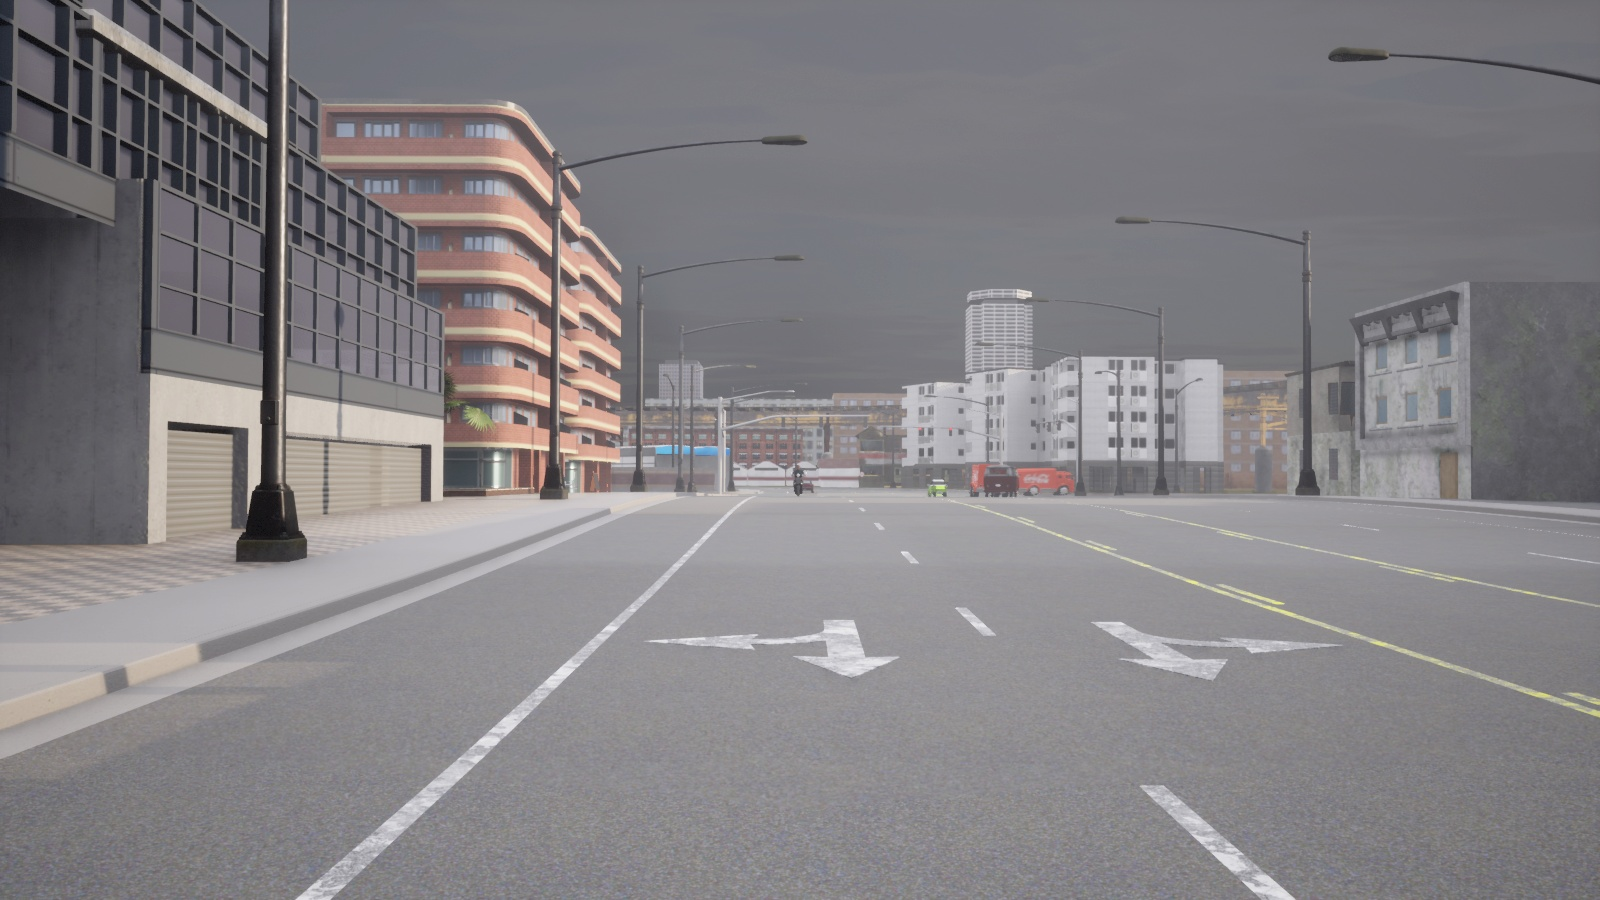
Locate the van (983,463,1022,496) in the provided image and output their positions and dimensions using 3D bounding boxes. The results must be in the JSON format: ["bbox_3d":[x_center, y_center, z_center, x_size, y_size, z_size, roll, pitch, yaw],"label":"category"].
[{"bbox_3d":[12.355,1.828,76.482,1.775,1.987,4.442,-1,-2,16],"label":"van"}]

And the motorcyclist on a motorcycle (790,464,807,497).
[{"bbox_3d":[-0.074,1.536,62.727,0.866,1.590,1.817,0,-2,0],"label":"motorcyclist on a motorcycle"}]

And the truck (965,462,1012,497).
[{"bbox_3d":[13.898,2.197,92.835,2.627,2.467,5.204,0,-2,0],"label":"truck"}]

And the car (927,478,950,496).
[{"bbox_3d":[10.396,2.805,94.482,1.481,1.376,2.207,0,-2,0],"label":"car"}]
